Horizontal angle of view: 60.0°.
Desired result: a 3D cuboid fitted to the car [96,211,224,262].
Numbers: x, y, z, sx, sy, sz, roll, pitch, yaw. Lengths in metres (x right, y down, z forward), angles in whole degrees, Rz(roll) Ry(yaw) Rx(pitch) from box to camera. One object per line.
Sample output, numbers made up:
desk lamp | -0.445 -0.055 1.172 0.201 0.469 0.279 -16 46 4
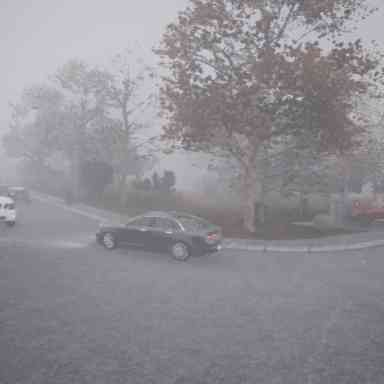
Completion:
car | -1.257 1.471 12.176 4.892 1.490 1.837 3 4 25

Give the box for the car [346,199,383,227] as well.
car | 14.465 1.574 24.556 5.566 2.045 2.435 0 -1 32

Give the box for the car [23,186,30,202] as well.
car | -15.845 0.088 29.888 1.812 1.442 4.674 2 2 -37

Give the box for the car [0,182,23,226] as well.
car | -10.471 0.503 16.877 2.150 2.045 5.566 2 2 -37
